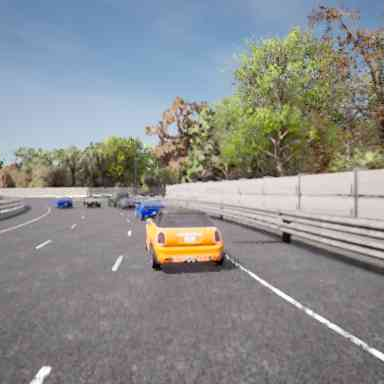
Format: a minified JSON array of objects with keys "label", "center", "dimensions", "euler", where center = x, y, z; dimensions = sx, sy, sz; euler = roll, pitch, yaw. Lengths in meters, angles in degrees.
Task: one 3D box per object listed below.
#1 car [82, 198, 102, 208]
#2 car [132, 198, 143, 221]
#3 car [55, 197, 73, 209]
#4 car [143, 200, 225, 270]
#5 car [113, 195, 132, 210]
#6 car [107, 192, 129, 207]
[{"label":"car","center":[-13.776,1.457,45.500],"dimensions":[1.895,1.301,4.718],"euler":[0,0,-27]},{"label":"car","center":[-3.384,1.374,26.606],"dimensions":[1.882,1.535,5.008],"euler":[0,0,-16]},{"label":"car","center":[-16.979,1.353,44.082],"dimensions":[1.882,1.535,5.008],"euler":[0,1,-27]},{"label":"car","center":[-0.428,1.304,11.213],"dimensions":[2.097,1.767,4.553],"euler":[0,0,-10]},{"label":"car","center":[-8.015,1.399,41.011],"dimensions":[2.033,1.411,5.357],"euler":[0,0,-22]},{"label":"car","center":[-10.164,1.059,46.196],"dimensions":[2.150,2.045,5.566],"euler":[0,0,-27]}]
